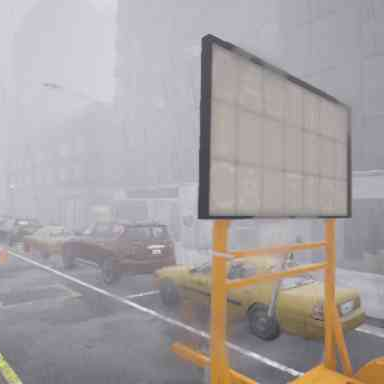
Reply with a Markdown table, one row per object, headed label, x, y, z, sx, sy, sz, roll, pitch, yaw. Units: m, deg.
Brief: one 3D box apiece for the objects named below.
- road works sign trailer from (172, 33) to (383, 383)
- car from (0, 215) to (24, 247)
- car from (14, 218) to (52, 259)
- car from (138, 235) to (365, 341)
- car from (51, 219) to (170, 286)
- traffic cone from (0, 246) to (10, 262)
| label | x | y | z | sx | sy | sz | roll | pitch | yaw |
| --- | --- | --- | --- | --- | --- | --- | --- | --- | --- |
| road works sign trailer | 0.774 | 0.655 | 3.255 | 2.380 | 3.560 | 2.880 | 4 | -4 | -42 |
| car | -10.032 | 2.182 | 19.327 | 1.967 | 1.590 | 4.097 | 4 | -4 | -42 |
| car | -6.435 | 2.152 | 15.361 | 1.752 | 1.417 | 4.829 | 4 | -4 | -42 |
| car | 0.991 | 1.913 | 7.185 | 1.752 | 1.417 | 4.829 | 4 | -4 | -42 |
| car | -2.603 | 1.819 | 11.157 | 2.192 | 1.841 | 5.009 | 4 | -4 | -42 |
| traffic cone | -7.460 | 2.459 | 13.289 | 0.340 | 0.580 | 0.340 | 4 | -4 | -42 |
